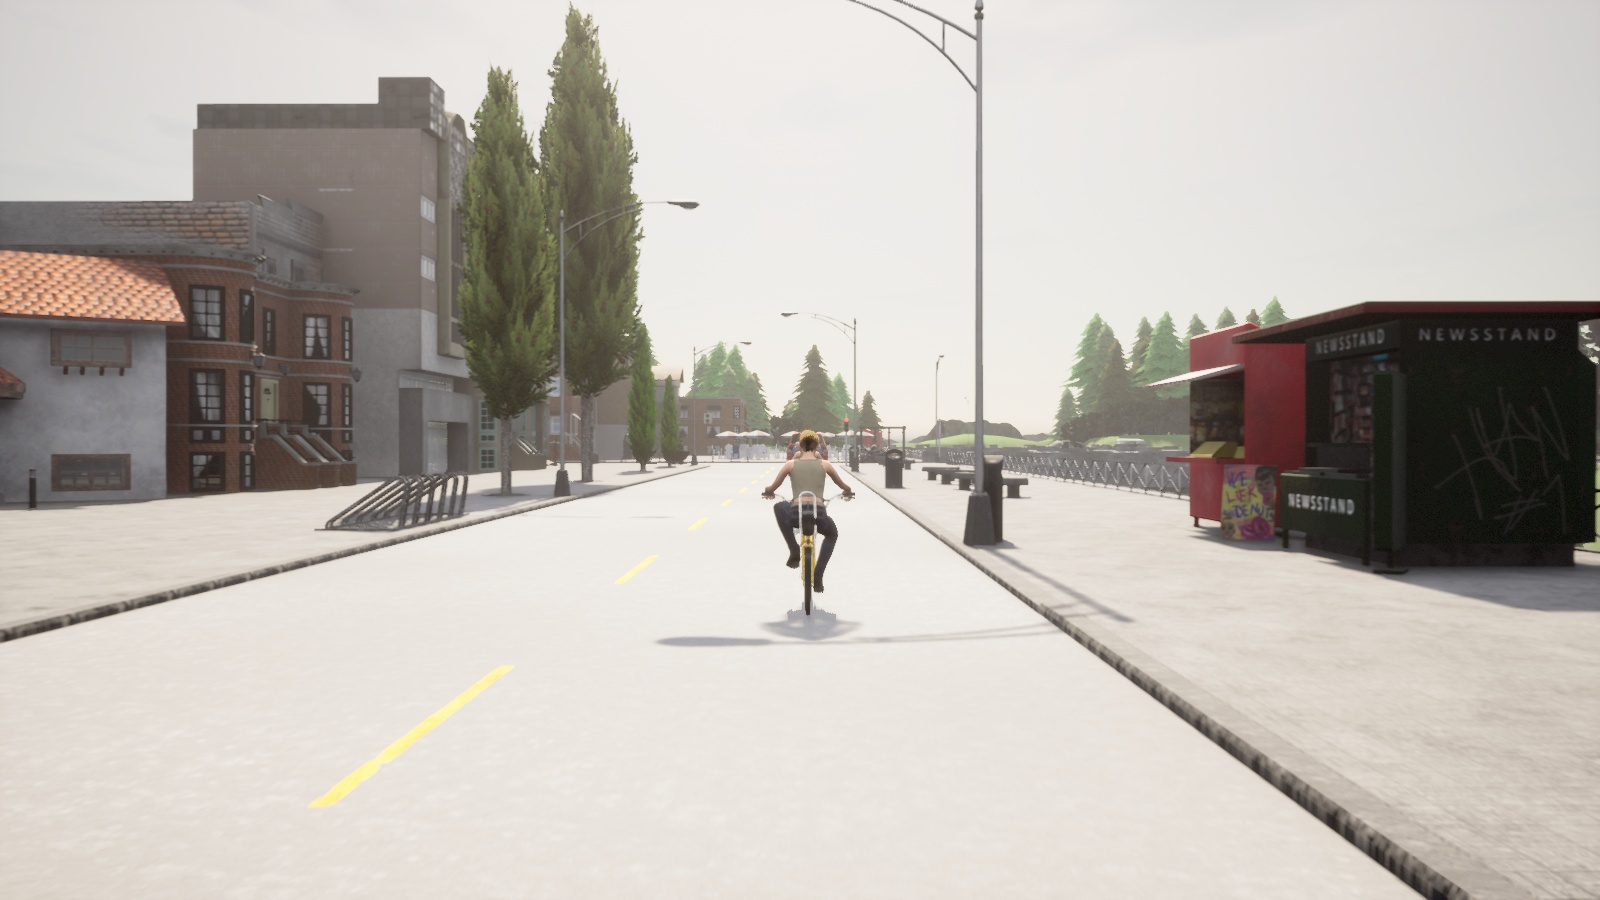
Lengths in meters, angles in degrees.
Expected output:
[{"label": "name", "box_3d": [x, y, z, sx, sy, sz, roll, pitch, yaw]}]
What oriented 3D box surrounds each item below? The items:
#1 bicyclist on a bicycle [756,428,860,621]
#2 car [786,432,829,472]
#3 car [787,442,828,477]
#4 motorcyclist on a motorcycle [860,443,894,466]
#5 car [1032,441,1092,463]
[{"label": "bicyclist on a bicycle", "box_3d": [0.073, 0.620, 11.256, 0.866, 1.612, 1.509, 0, 0, 1]}, {"label": "car", "box_3d": [0.383, 0.093, 66.111, 2.150, 2.045, 5.566, 0, 0, 0]}, {"label": "car", "box_3d": [0.328, 0.407, 56.548, 1.789, 1.549, 3.705, 0, 0, 0]}, {"label": "motorcyclist on a motorcycle", "box_3d": [5.308, 0.298, 86.550, 2.191, 1.530, 0.866, 0, 2, -20]}, {"label": "car", "box_3d": [18.894, 0.149, 90.733, 3.988, 1.617, 1.851, 0, 0, 1]}]
